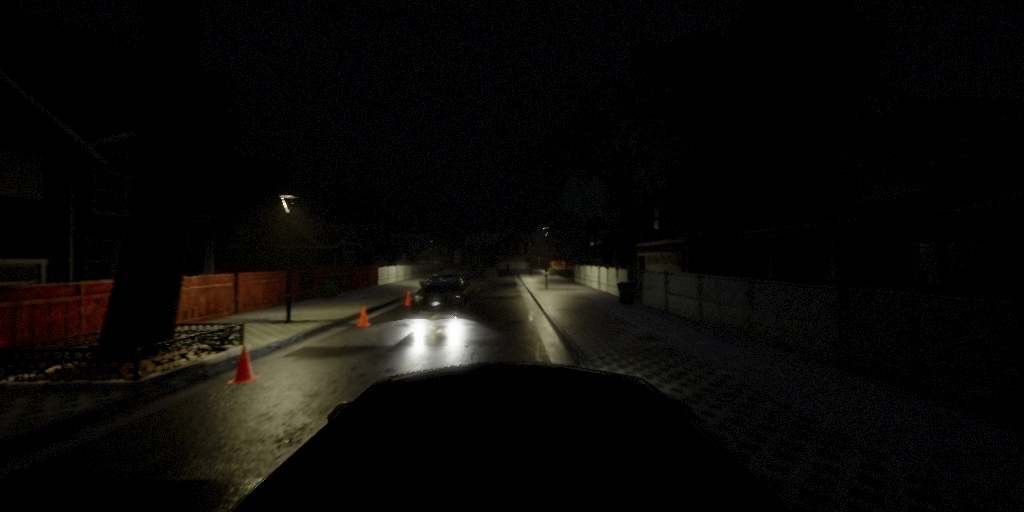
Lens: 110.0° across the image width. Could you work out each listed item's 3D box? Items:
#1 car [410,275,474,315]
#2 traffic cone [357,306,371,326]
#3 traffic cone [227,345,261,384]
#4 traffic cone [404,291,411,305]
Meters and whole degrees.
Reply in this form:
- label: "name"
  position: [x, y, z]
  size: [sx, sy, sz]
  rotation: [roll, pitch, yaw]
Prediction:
- label: "car"
  position: [-2.618, 1.444, 14.193]
  size: [1.994, 1.385, 4.181]
  rotation: [0, 0, -1]
- label: "traffic cone"
  position: [-4.521, 1.821, 10.958]
  size: [0.340, 0.580, 0.340]
  rotation: [0, 0, -1]
- label: "traffic cone"
  position: [-4.446, 1.775, 5.959]
  size: [0.340, 0.580, 0.340]
  rotation: [0, 0, -1]
- label: "traffic cone"
  position: [-4.597, 1.865, 15.957]
  size: [0.340, 0.580, 0.340]
  rotation: [0, 0, -1]
